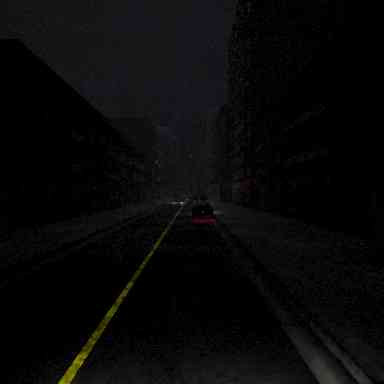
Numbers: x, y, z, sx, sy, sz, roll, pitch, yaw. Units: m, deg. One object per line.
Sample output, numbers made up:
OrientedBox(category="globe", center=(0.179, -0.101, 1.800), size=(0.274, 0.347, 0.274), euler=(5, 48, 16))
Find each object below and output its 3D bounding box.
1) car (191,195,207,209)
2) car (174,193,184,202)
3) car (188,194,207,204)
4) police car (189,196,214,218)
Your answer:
OrientedBox(category="car", center=(0.900, 1.361, 45.817), size=(2.097, 1.767, 4.553), euler=(0, 0, 0))
OrientedBox(category="car", center=(-3.000, 1.256, 76.713), size=(2.150, 2.045, 5.566), euler=(0, 0, 0))
OrientedBox(category="car", center=(0.901, 1.210, 39.878), size=(2.150, 2.045, 5.566), euler=(0, 0, 0))
OrientedBox(category="police car", center=(0.900, 1.427, 29.956), size=(1.930, 1.638, 5.238), euler=(0, 0, 0))
